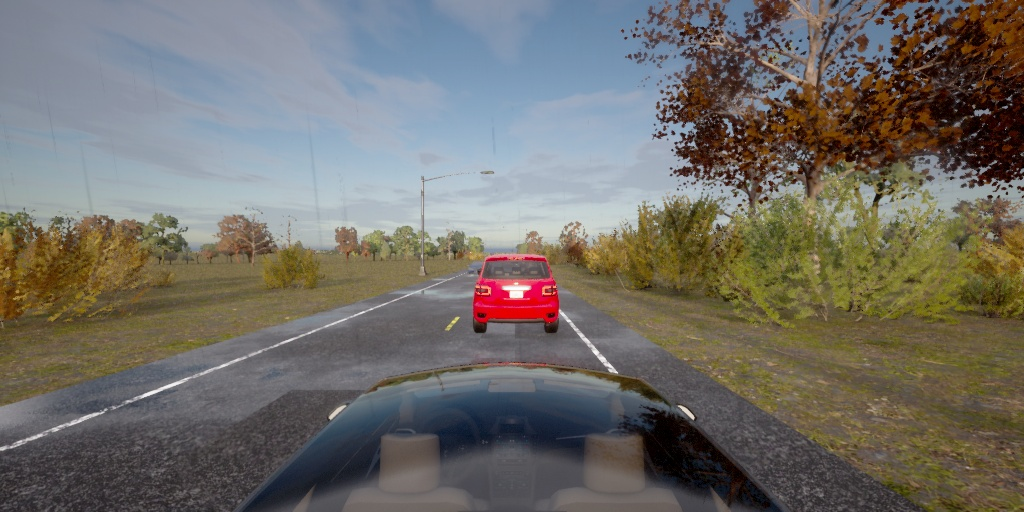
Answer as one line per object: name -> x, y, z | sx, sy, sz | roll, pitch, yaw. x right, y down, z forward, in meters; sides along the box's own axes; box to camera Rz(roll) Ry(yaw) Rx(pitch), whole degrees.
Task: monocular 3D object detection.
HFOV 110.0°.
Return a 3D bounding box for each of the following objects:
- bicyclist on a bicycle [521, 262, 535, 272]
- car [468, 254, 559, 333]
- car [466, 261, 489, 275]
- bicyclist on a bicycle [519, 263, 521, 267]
bicyclist on a bicycle -> 0.935, 1.114, 18.560 | 0.659, 1.776, 1.843 | 0, 0, 0
car -> 0.088, 0.968, 10.854 | 2.150, 2.045, 5.566 | 0, 0, 0
car -> -3.753, 1.286, 39.938 | 2.033, 1.411, 5.357 | 0, 0, 0
bicyclist on a bicycle -> 0.891, 1.111, 28.573 | 0.659, 1.776, 1.843 | 0, 0, 0
